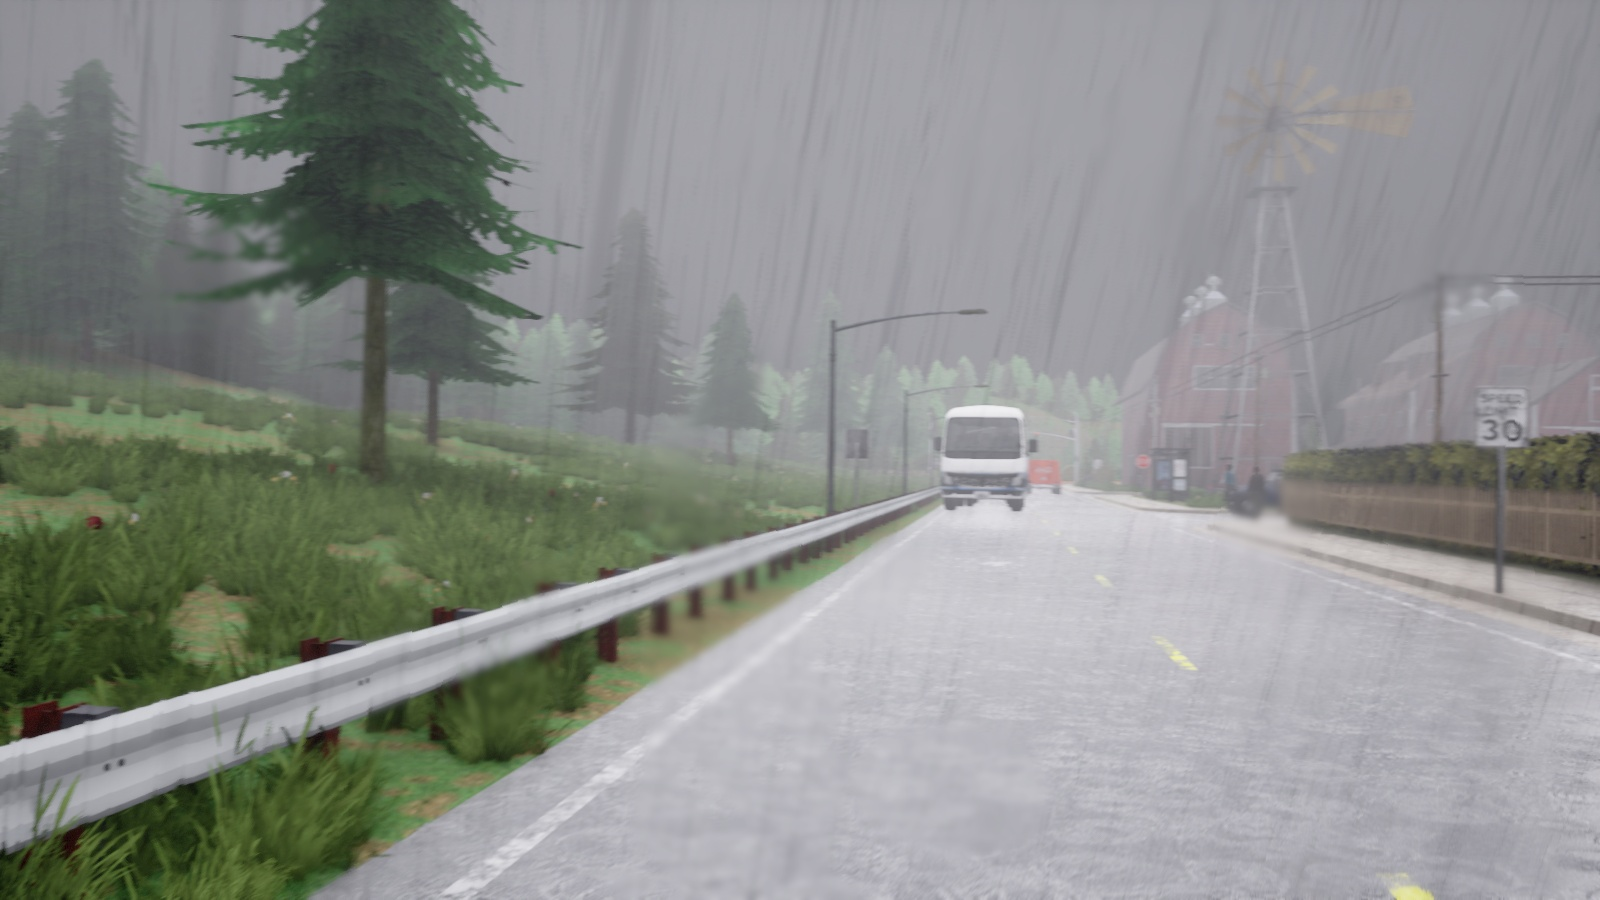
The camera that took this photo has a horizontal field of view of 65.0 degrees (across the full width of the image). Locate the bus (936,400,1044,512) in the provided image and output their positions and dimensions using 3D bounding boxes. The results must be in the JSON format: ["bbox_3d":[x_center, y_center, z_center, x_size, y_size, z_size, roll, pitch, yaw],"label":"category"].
[{"bbox_3d":[8.225,0.301,53.051,3.944,4.253,10.273,0,-1,12],"label":"bus"}]

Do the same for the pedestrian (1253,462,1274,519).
[{"bbox_3d":[15.221,1.333,41.239,0.431,1.840,0.703,0,-1,3],"label":"pedestrian"}]

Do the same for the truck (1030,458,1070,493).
[{"bbox_3d":[18.014,1.816,90.727,2.627,2.467,5.204,0,-1,9],"label":"truck"}]

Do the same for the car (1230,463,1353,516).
[{"bbox_3d":[17.918,1.431,45.917,3.866,1.878,1.905,0,-1,9],"label":"car"}]

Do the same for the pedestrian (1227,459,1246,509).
[{"bbox_3d":[17.267,1.342,49.641,0.692,1.930,0.396,1,-1,-37],"label":"pedestrian"}]
